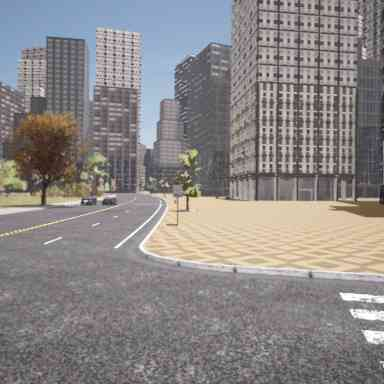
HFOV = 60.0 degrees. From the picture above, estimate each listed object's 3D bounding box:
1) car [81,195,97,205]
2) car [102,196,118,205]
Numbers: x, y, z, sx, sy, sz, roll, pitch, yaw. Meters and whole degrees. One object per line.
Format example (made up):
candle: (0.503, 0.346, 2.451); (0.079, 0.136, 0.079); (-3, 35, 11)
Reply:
car: (-16.419, 1.306, 53.199); (2.128, 1.511, 4.902); (1, 0, -4)
car: (-13.180, 1.408, 53.456); (1.994, 1.385, 4.181); (1, 0, -4)
